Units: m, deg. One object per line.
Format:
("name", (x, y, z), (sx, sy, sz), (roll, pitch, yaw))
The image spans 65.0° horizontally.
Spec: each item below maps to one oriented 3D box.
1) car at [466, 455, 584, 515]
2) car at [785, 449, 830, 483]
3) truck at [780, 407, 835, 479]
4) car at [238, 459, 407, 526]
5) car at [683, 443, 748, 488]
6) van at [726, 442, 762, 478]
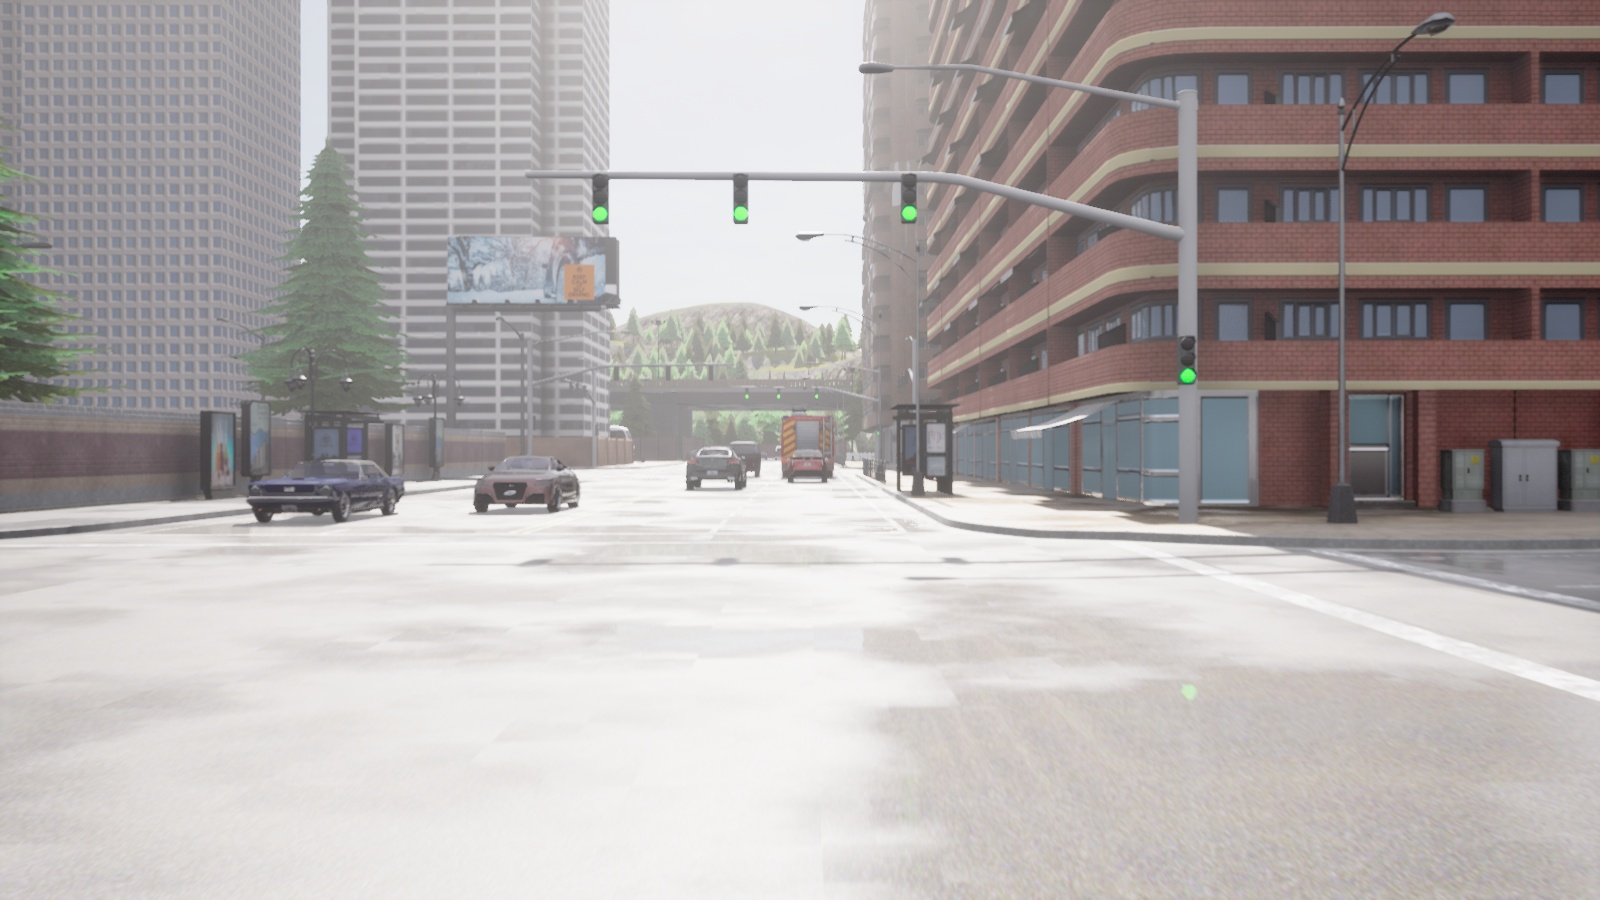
("car", (-6.799, 0.834, 31.496), (1.994, 1.385, 4.181), (0, 0, 1))
("car", (0.346, 0.730, 58.219), (2.007, 1.525, 4.514), (0, 0, 0))
("truck", (0.396, -0.374, 70.734), (2.891, 3.827, 8.468), (0, 0, 0))
("car", (-10.328, 0.868, 27.583), (1.895, 1.301, 4.718), (0, 0, 0))
("car", (-3.209, 0.557, 48.555), (2.152, 1.651, 5.027), (0, 0, 0))
("van", (-3.088, 0.541, 69.879), (1.775, 1.987, 4.442), (0, 0, 0))
